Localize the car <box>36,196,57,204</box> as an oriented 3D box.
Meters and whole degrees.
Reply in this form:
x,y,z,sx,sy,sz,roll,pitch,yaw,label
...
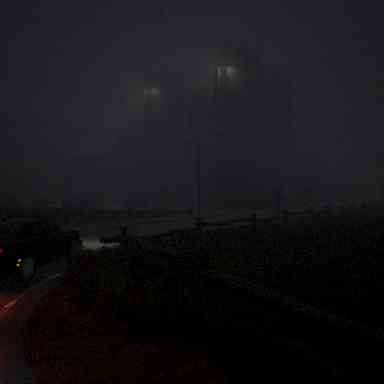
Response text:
x,y,z,sx,sy,sz,roll,pitch,yaw,label
-26.466,1.804,61.904,4.718,1.301,1.895,0,0,38,car

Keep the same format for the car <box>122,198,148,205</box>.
x,y,z,sx,sy,sz,roll,pitch,yaw,label
-9.204,1.623,53.028,5.008,1.535,1.882,0,0,38,car

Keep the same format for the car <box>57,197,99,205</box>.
x,y,z,sx,sy,sz,roll,pitch,yaw,label
-16.731,1.637,48.988,2.242,1.667,4.611,0,0,38,car

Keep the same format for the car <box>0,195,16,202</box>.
x,y,z,sx,sy,sz,roll,pitch,yaw,label
-35.746,1.555,63.967,1.905,1.878,3.866,0,0,38,car

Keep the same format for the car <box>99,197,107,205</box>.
x,y,z,sx,sy,sz,roll,pitch,yaw,label
-17.243,1.673,59.165,4.902,1.511,2.128,0,0,38,car

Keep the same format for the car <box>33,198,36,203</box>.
x,y,z,sx,sy,sz,roll,pitch,yaw,label
-31.875,1.604,70.555,4.902,1.511,2.128,0,0,38,car

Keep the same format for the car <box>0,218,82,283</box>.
x,y,z,sx,sy,sz,roll,pitch,yaw,label
-4.988,1.509,9.864,1.882,1.535,5.008,-1,0,3,car
